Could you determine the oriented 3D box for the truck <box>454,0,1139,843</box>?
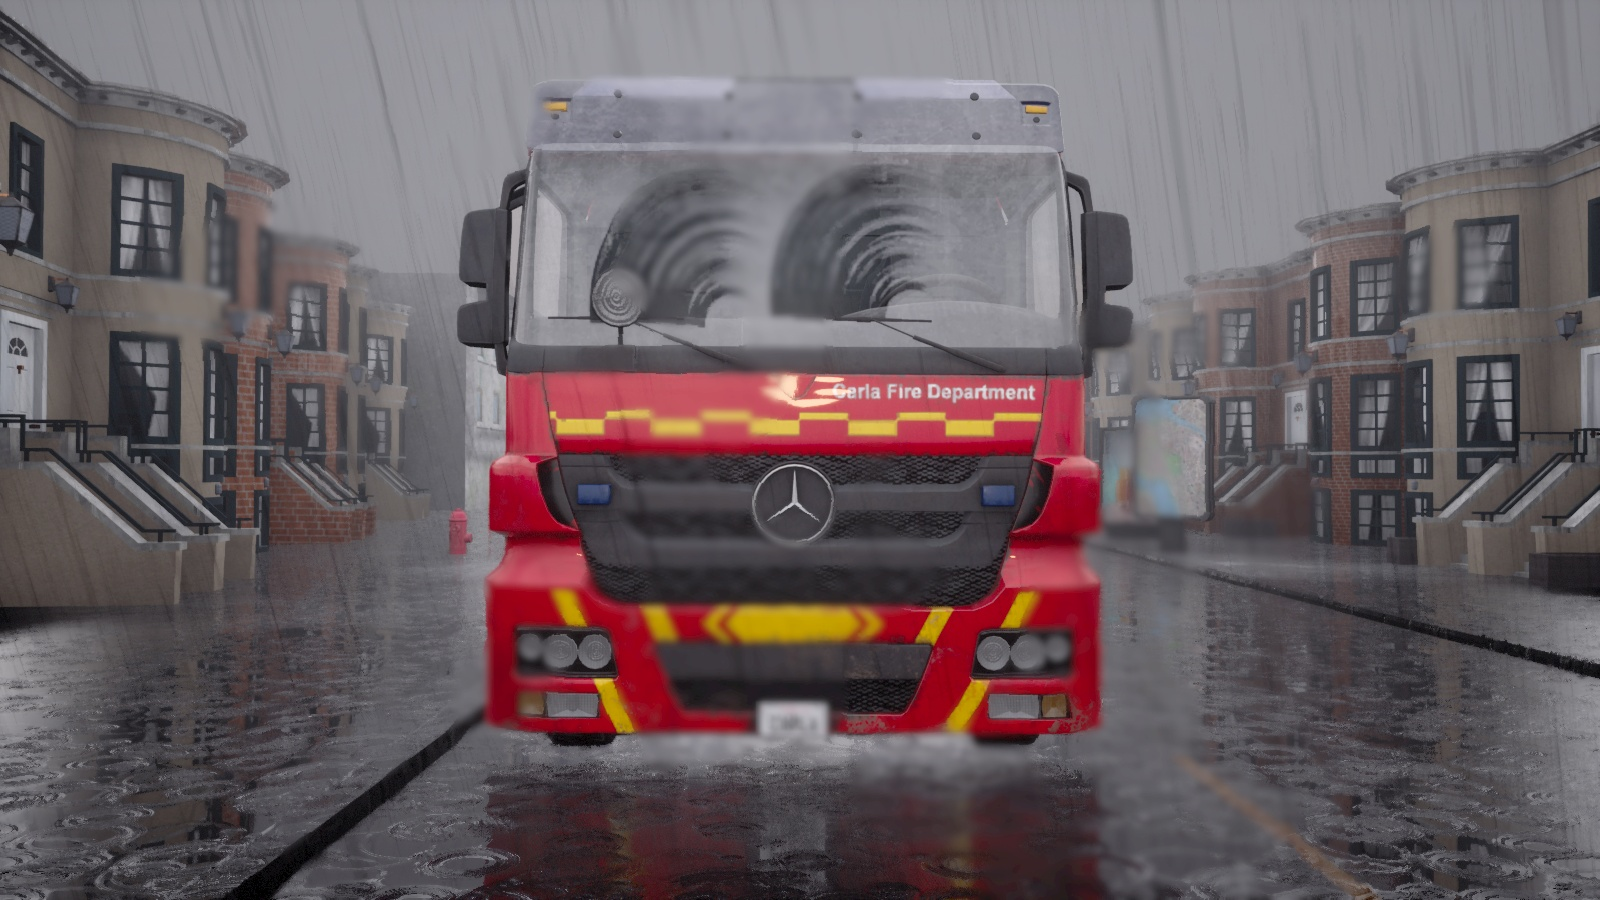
[{"bbox_3d":[-0.032,-0.190,9.565,2.891,3.827,8.468,0,-1,0],"label":"truck"}]
